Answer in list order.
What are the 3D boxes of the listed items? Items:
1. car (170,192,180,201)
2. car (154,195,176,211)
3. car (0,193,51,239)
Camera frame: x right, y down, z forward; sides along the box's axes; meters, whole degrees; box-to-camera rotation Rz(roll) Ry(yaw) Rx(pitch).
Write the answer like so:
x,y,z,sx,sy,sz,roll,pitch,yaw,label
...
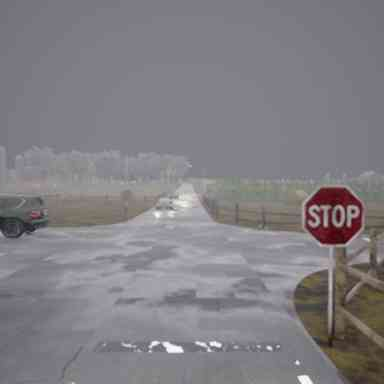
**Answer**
x,y,z,sx,sy,sz,roll,pitch,yaw,label
-3.288,0.786,62.559,2.033,1.411,5.357,0,2,-1,car
-3.073,1.383,37.858,1.812,1.442,4.674,0,1,-1,car
-9.728,1.094,15.804,5.566,2.045,2.150,1,3,-7,car
